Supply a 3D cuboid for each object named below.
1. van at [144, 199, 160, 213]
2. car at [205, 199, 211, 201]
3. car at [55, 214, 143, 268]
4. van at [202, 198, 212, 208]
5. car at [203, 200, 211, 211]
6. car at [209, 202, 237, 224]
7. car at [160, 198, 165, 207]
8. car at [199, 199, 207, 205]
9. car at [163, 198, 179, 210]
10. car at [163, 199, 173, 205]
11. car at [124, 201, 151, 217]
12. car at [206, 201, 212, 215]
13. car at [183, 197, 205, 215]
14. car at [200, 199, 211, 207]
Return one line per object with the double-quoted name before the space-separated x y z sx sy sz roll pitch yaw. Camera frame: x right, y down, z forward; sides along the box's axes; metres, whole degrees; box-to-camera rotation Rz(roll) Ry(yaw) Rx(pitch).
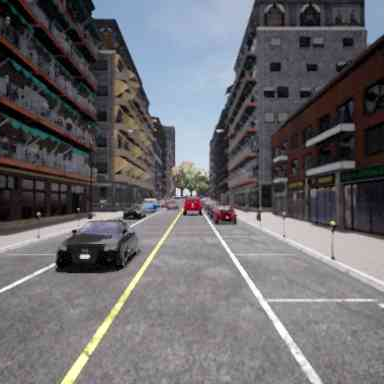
"van" -5.667 1.839 44.909 1.690 1.788 3.998 1 -1 0
"car" 2.711 2.111 50.664 2.008 1.369 4.403 1 -1 0
"car" -3.098 1.693 11.594 1.994 1.385 4.181 0 -1 0
"van" 2.716 2.028 62.058 1.690 1.788 3.998 1 -1 0
"car" 2.709 2.000 39.271 1.947 1.339 4.313 1 -1 0
"car" 2.708 1.853 27.880 1.887 1.381 4.507 1 -1 0
"car" -5.668 2.238 61.994 2.008 1.369 4.403 1 -1 0
"car" 2.715 2.522 84.839 1.802 1.307 4.206 1 -1 0
"car" -3.068 2.105 52.366 1.812 1.442 4.674 0 -1 0
"car" -5.666 2.421 79.084 1.887 1.381 4.507 1 -1 0
"car" -5.673 1.938 33.514 1.947 1.339 4.313 1 -1 0
"car" 2.708 1.938 33.575 1.947 1.339 4.313 1 -1 0
"car" 0.109 1.669 40.507 2.150 2.045 5.566 0 -1 0
"car" 2.715 2.190 67.753 1.967 1.590 4.097 1 -1 0
